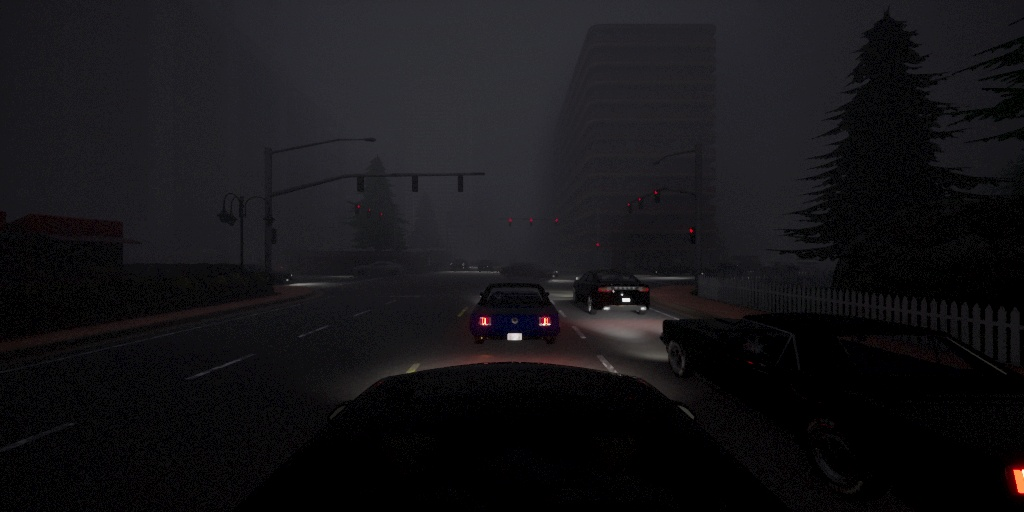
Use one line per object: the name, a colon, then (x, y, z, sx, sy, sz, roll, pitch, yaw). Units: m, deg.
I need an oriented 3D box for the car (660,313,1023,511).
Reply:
car: (3.600, 1.351, 4.386, 1.895, 1.301, 4.718, 0, 0, 0)

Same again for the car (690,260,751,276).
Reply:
car: (19.562, 1.295, 33.639, 4.718, 1.301, 1.895, 0, 0, -18)

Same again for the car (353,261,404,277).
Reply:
car: (-13.020, 1.245, 35.225, 4.674, 1.442, 1.812, 1, 1, -17)

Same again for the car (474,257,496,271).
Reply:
car: (-3.610, 1.255, 48.483, 1.837, 1.490, 4.892, 0, 0, 0)

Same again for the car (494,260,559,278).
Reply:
car: (1.365, 1.277, 31.072, 5.357, 1.411, 2.033, 0, 0, 40)

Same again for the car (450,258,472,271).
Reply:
car: (-7.111, 1.102, 48.660, 2.097, 1.767, 4.553, 0, 0, 0)

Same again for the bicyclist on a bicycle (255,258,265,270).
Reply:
bicyclist on a bicycle: (-27.897, 0.996, 39.744, 0.582, 1.620, 1.656, 0, 0, 0)

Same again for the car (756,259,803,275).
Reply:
car: (27.911, 1.295, 37.402, 4.718, 1.301, 1.895, 0, 0, -31)

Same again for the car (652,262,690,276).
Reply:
car: (16.580, 1.295, 36.488, 4.718, 1.301, 1.895, 0, 0, -14)

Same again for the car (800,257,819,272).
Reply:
car: (37.998, 0.918, 46.072, 2.150, 2.045, 5.566, 0, 0, 39)

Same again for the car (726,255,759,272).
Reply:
car: (25.640, 0.916, 40.092, 5.566, 2.045, 2.150, 0, 0, -31)

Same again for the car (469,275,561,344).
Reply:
car: (0.072, 1.351, 9.500, 1.895, 1.301, 4.718, 0, 0, 0)

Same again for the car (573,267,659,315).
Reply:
car: (3.584, 1.228, 13.706, 1.882, 1.535, 5.008, 0, 0, 0)

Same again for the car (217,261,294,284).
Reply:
car: (-17.917, 1.242, 24.337, 5.357, 1.411, 2.033, 0, 0, 0)
